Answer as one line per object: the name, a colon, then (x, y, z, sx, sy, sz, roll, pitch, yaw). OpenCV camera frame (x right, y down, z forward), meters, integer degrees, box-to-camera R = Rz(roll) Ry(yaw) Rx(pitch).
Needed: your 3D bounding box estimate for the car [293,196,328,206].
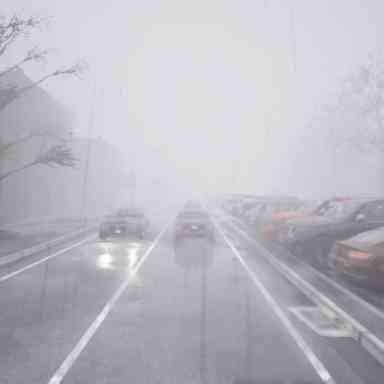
car: (18.722, 1.410, 52.863, 4.792, 1.488, 2.163, 0, 0, 0)

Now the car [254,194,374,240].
car: (5.639, 1.205, 13.450, 5.566, 2.045, 2.435, 0, 0, 0)

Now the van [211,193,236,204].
van: (5.719, 1.161, 61.104, 4.442, 1.987, 1.878, 0, 0, 0)

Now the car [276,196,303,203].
car: (18.677, 1.429, 64.004, 4.674, 1.452, 2.002, 0, 0, 0)

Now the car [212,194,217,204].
car: (5.620, 1.384, 44.283, 5.008, 1.535, 2.097, 0, 0, 0)

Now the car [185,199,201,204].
car: (0.101, 1.486, 40.471, 1.994, 1.385, 4.181, 0, 0, 0)

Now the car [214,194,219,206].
car: (5.815, 1.386, 41.483, 5.366, 1.575, 1.946, 0, 0, 0)

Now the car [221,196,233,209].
car: (5.611, 1.439, 33.073, 4.792, 1.488, 2.163, 0, 0, 0)

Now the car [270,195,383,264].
car: (5.642, 1.212, 10.647, 5.566, 2.045, 2.435, 0, 0, 0)

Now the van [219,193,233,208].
van: (5.520, 1.177, 35.876, 4.442, 1.987, 1.878, 0, 0, 0)

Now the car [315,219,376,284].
car: (5.672, 1.510, 7.844, 4.674, 1.452, 2.002, 0, 0, 0)

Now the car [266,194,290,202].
car: (18.644, 1.274, 72.357, 4.553, 1.767, 2.185, 0, 0, 0)

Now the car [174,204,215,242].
car: (0.100, 1.521, 16.210, 2.033, 1.411, 5.357, 0, 0, 0)

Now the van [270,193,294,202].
van: (18.792, 1.168, 69.577, 4.442, 1.987, 1.878, 0, 0, 0)

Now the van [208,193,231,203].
van: (5.481, 1.165, 66.710, 4.442, 1.987, 1.878, 0, 0, 0)

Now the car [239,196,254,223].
car: (5.687, 1.310, 21.860, 4.553, 1.767, 2.185, 0, 0, 0)

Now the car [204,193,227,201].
car: (5.625, 1.179, 80.726, 5.566, 2.045, 2.435, 0, 0, 0)

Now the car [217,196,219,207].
car: (5.662, 1.425, 38.680, 4.792, 1.488, 2.163, 0, 0, 0)

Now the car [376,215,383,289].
car: (5.710, 1.351, 5.040, 4.553, 1.767, 2.185, 0, 0, 0)

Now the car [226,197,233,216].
car: (5.643, 1.422, 27.467, 5.008, 1.535, 2.097, 0, 0, 0)

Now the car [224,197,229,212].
car: (5.615, 1.446, 30.270, 4.792, 1.488, 2.163, 0, 0, 0)

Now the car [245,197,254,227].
car: (5.628, 1.317, 19.057, 4.553, 1.767, 2.185, 0, 0, 0)

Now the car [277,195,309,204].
car: (18.497, 1.384, 61.219, 5.366, 1.575, 1.946, 0, 0, 0)

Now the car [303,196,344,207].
car: (18.696, 1.382, 47.293, 5.008, 1.535, 2.097, 0, 0, 0)

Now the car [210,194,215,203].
car: (5.589, 1.409, 49.891, 4.792, 1.488, 2.163, 0, 0, 0)

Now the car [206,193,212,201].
car: (5.639, 1.131, 55.496, 5.566, 2.045, 2.435, 0, 0, 0)

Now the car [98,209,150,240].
car: (-3.250, 1.536, 16.610, 1.994, 1.385, 4.181, 0, 0, 0)

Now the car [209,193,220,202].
car: (5.609, 1.381, 52.689, 4.892, 1.521, 2.231, 0, 0, 0)

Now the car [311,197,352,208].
car: (18.702, 1.424, 44.632, 4.674, 1.452, 2.002, 0, 0, 0)

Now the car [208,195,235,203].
car: (5.594, 1.390, 63.906, 4.892, 1.521, 2.231, 0, 0, 0)

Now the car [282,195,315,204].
car: (18.680, 1.385, 58.433, 5.008, 1.535, 2.097, 0, 0, 0)

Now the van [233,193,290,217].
van: (5.535, 1.204, 24.663, 4.442, 1.987, 1.878, 0, 0, 0)

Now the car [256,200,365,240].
car: (5.632, 1.324, 16.253, 4.553, 1.767, 2.185, 0, 0, 0)

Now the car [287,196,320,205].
car: (18.660, 1.412, 55.648, 4.792, 1.488, 2.163, 0, 0, 0)
